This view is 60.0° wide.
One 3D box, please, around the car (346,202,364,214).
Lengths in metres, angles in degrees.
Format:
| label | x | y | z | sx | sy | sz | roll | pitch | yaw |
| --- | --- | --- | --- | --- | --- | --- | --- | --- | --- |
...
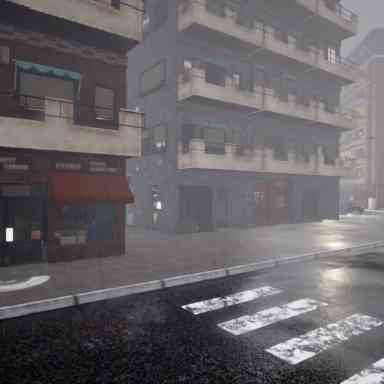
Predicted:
| label | x | y | z | sx | sy | sz | roll | pitch | yaw |
| --- | --- | --- | --- | --- | --- | --- | --- | --- | --- |
| car | 18.028 | 1.789 | 38.298 | 1.895 | 1.301 | 4.718 | 0 | 0 | 5 |
